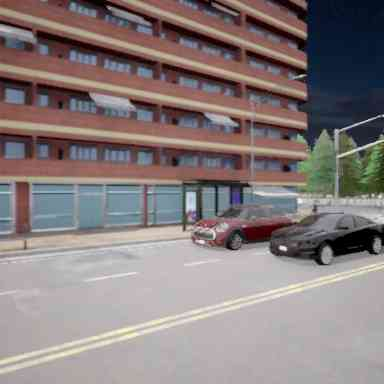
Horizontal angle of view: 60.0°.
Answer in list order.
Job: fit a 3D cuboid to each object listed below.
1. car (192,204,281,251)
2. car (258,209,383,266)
[{"bbox_3d":[2.206,1.335,14.128,4.553,1.767,2.097,0,0,-35],"label":"car"},{"bbox_3d":[4.861,1.461,11.719,5.008,1.535,1.882,0,0,-35],"label":"car"}]
